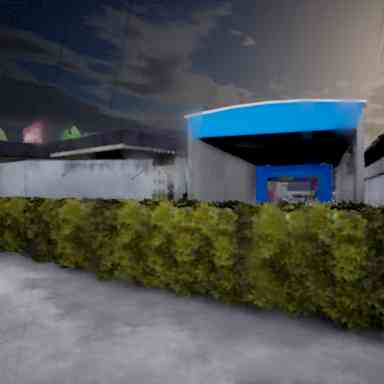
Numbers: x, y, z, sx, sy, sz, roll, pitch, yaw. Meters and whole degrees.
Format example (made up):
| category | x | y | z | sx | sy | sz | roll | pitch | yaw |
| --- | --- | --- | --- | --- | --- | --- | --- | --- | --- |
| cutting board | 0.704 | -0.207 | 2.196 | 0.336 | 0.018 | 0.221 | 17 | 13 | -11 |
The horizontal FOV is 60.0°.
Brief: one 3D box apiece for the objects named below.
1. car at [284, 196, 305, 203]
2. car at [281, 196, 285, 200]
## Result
| category | x | y | z | sx | sy | sz | roll | pitch | yaw |
| --- | --- | --- | --- | --- | --- | --- | --- | --- | --- |
| car | 18.743 | 1.798 | 59.313 | 2.007 | 1.523 | 4.514 | 0 | 0 | 39 |
| car | 22.940 | 1.810 | 79.229 | 2.152 | 1.636 | 5.027 | 0 | 0 | 39 |
